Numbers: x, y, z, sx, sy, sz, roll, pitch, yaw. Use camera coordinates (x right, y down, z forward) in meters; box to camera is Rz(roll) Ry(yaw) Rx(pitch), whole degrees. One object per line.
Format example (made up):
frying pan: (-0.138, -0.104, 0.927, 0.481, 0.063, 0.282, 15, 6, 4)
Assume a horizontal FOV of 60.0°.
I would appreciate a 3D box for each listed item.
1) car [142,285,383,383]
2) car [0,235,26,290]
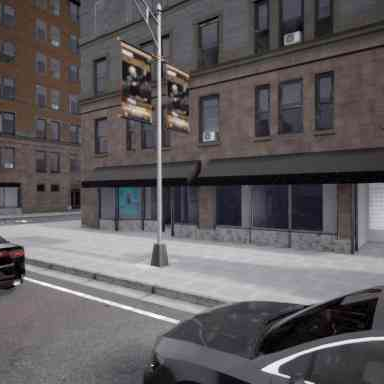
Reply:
car: (1.788, 1.505, 2.412, 4.892, 1.490, 1.837, 0, 0, 35)
car: (-5.948, 1.477, 7.899, 5.008, 1.535, 1.882, 0, 0, 35)
